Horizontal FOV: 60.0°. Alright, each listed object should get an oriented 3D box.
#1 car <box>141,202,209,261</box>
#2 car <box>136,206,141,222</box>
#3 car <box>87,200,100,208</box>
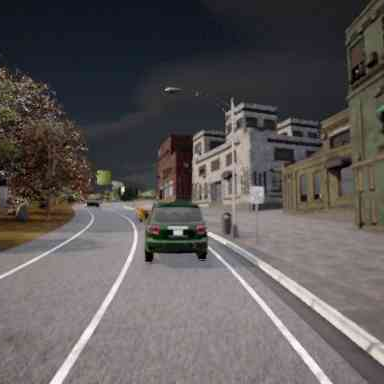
[{"bbox_3d":[-0.738,1.385,13.101,2.150,2.045,5.566,1,0,-7],"label":"car"},{"bbox_3d":[-4.044,1.860,30.538,1.882,1.535,5.008,2,-1,-14],"label":"car"},{"bbox_3d":[-16.823,1.998,56.860,1.895,1.301,4.718,2,-1,-20],"label":"car"}]
